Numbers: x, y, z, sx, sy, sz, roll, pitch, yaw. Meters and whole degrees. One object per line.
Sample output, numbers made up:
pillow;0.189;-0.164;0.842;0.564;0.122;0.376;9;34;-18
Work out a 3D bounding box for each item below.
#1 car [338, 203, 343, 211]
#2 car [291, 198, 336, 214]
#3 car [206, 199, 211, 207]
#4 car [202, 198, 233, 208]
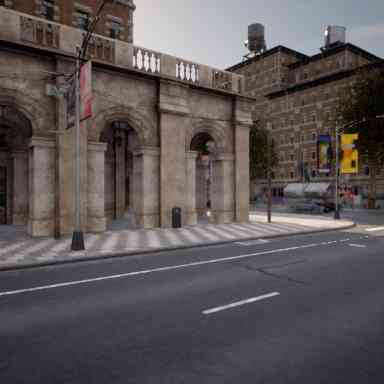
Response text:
car;14.836;1.478;38.390;1.882;1.535;5.008;0;0;-36
car;12.652;1.564;35.430;1.994;1.385;4.181;0;0;-36
car;1.151;1.595;46.040;1.895;1.301;4.718;0;0;-36
car;3.645;1.601;47.967;1.895;1.301;4.718;0;0;-36
